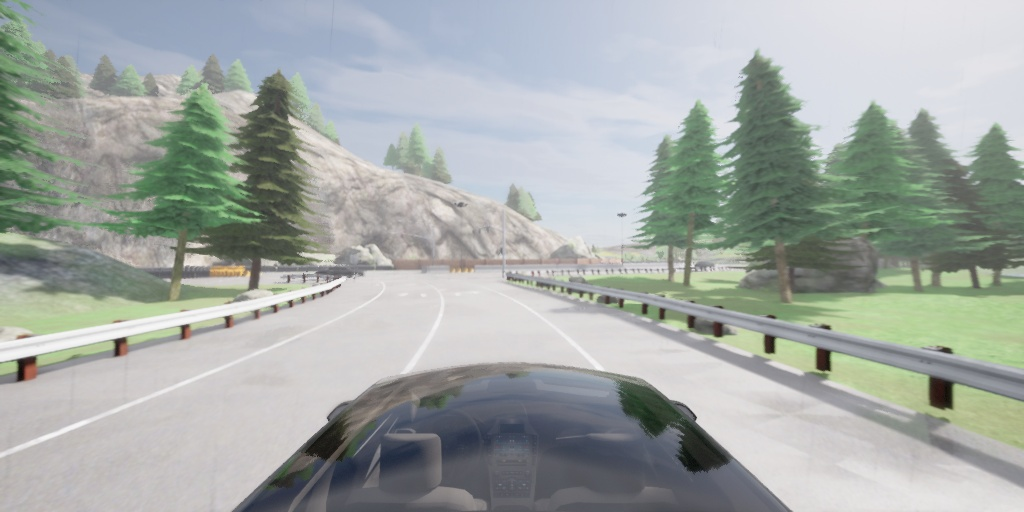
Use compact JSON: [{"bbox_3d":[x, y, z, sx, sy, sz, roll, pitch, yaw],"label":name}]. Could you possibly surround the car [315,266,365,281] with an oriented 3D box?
[{"bbox_3d":[-18.662,1.824,39.106,4.892,1.490,1.837,0,-1,-25],"label":"car"}]
